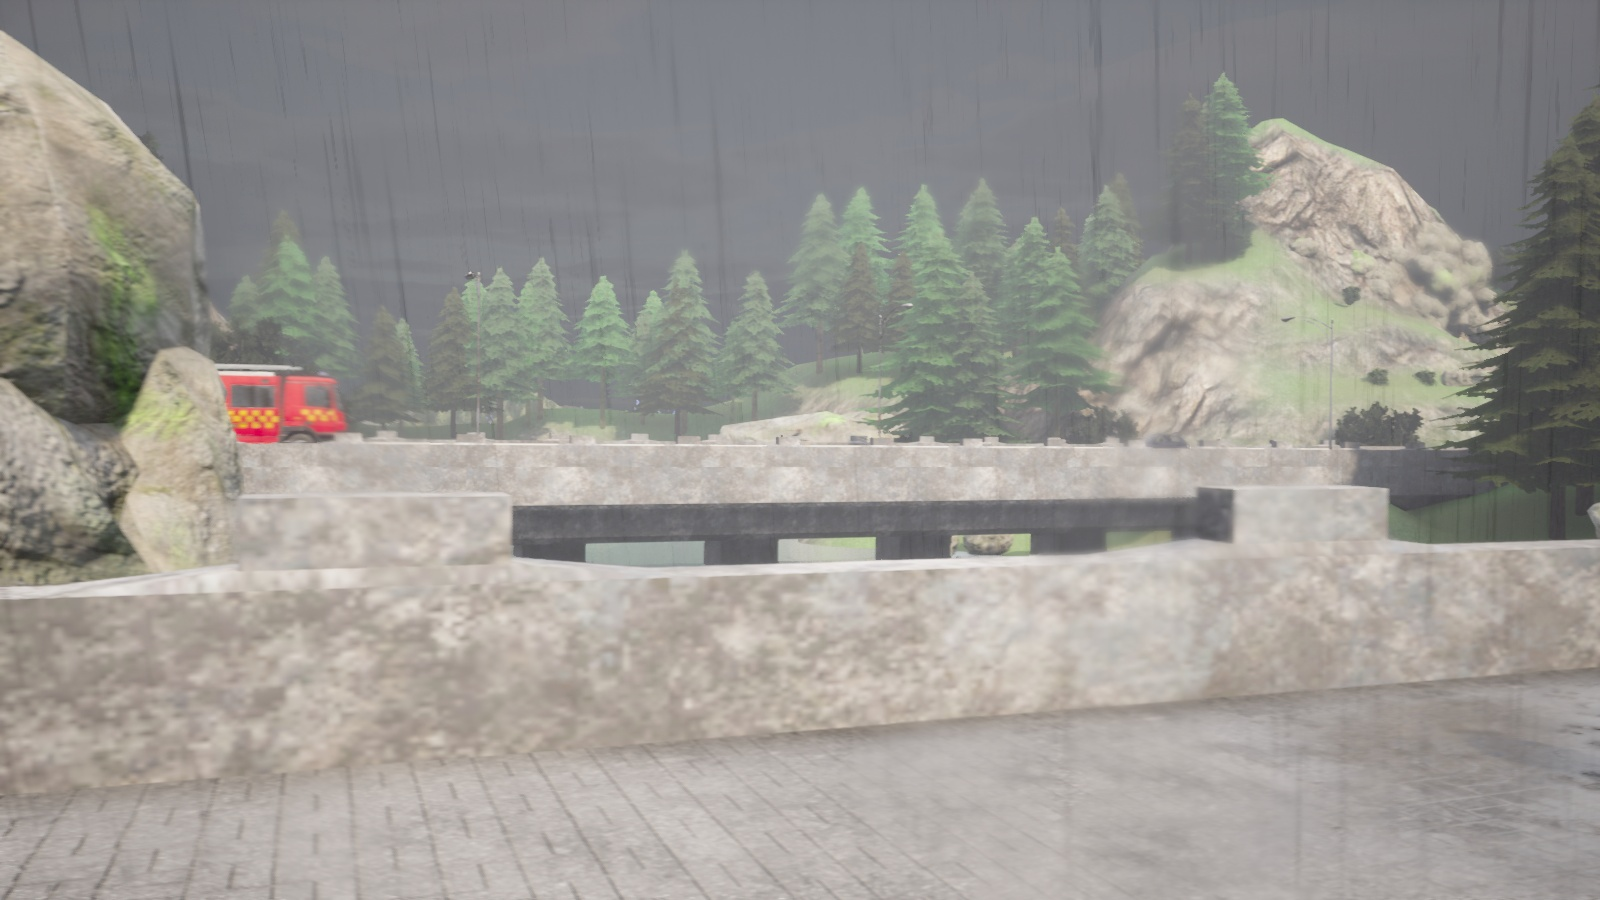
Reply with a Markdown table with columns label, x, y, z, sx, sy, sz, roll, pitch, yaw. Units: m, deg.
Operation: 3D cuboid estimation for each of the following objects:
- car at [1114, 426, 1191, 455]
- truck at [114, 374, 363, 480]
| label | x | y | z | sx | sy | sz | roll | pitch | yaw |
| --- | --- | --- | --- | --- | --- | --- | --- | --- | --- |
| car | 19.152 | -0.507 | 68.301 | 3.633 | 1.501 | 1.845 | -1 | 1 | -21 |
| truck | -21.469 | -0.925 | 48.553 | 8.468 | 3.827 | 2.891 | -1 | 1 | -21 |
